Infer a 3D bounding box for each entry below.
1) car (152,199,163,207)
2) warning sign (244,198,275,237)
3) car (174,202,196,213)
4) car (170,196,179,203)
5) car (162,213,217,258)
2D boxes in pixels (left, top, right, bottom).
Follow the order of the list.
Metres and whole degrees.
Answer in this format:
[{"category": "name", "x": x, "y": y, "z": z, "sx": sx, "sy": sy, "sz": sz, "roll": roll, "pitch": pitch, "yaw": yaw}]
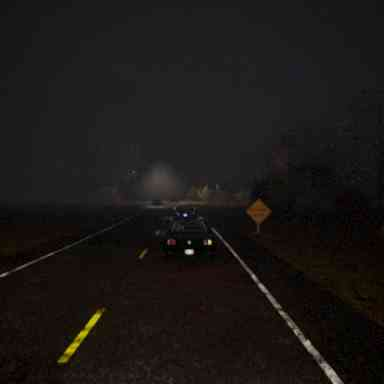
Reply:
[{"category": "car", "x": -6.811, "y": 2.038, "z": 64.668, "sx": 1.812, "sy": 1.442, "sz": 4.674, "roll": 0, "pitch": 0, "yaw": -5}, {"category": "warning sign", "x": 3.360, "y": 1.271, "z": 16.786, "sx": 1.300, "sy": 1.860, "sz": 1.060, "roll": 1, "pitch": 0, "yaw": -1}, {"category": "car", "x": -0.616, "y": 1.824, "z": 28.553, "sx": 1.994, "sy": 1.385, "sz": 4.181, "roll": 0, "pitch": 0, "yaw": -2}, {"category": "car", "x": -4.684, "y": 1.976, "z": 86.772, "sx": 2.097, "sy": 1.767, "sz": 4.553, "roll": 0, "pitch": 0, "yaw": -8}, {"category": "car", "x": -0.119, "y": 1.727, "z": 13.317, "sx": 1.895, "sy": 1.301, "sz": 4.718, "roll": 0, "pitch": 0, "yaw": -1}]
